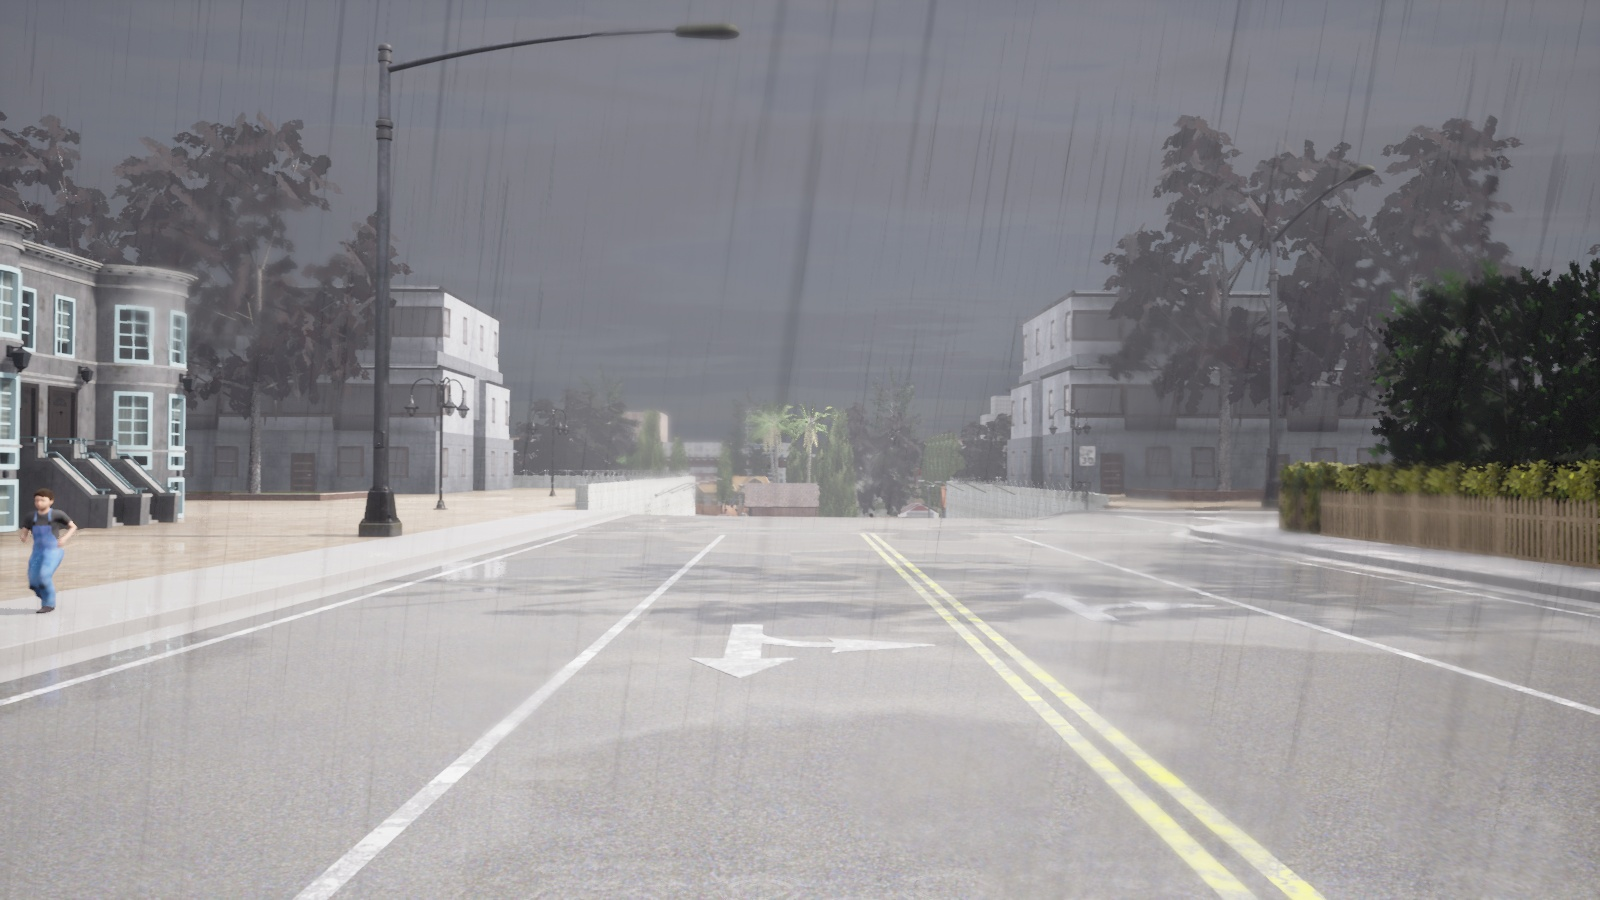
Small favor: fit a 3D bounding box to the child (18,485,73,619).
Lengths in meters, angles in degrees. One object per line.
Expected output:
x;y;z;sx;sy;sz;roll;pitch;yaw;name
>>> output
-7.302;0.976;12.164;0.270;1.263;0.437;0;-1;-1;child
